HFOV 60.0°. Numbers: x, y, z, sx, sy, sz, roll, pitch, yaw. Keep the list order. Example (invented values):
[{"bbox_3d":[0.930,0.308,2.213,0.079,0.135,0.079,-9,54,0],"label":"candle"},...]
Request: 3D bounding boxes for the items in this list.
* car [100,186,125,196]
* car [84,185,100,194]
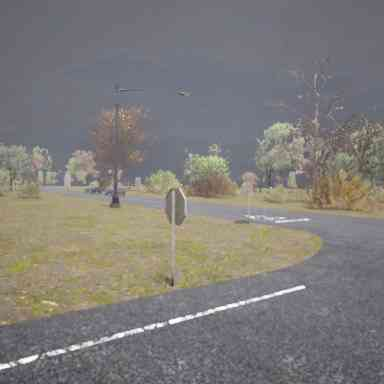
[{"bbox_3d":[-11.991,-0.173,51.633,2.128,1.511,4.902,0,2,-36],"label":"car"},{"bbox_3d":[-17.831,-0.481,59.756,1.837,1.490,4.892,0,2,-36],"label":"car"}]
